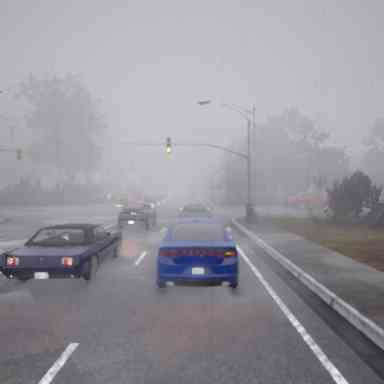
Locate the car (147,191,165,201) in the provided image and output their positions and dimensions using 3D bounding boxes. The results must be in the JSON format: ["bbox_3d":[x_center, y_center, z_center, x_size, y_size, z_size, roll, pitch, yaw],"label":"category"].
[{"bbox_3d":[-6.824,1.066,63.232,1.882,1.535,5.008,0,0,0],"label":"car"}]

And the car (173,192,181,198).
[{"bbox_3d":[-3.668,0.888,84.567,2.033,1.411,5.357,0,1,-4],"label":"car"}]

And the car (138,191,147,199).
[{"bbox_3d":[-10.324,0.817,62.406,2.150,2.045,5.566,0,0,1],"label":"car"}]

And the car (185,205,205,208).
[{"bbox_3d":[0.177,1.459,20.573,1.994,1.385,4.181,0,0,0],"label":"car"}]

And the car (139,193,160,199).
[{"bbox_3d":[-6.886,1.222,54.424,1.994,1.385,4.181,0,0,0],"label":"car"}]

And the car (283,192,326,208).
[{"bbox_3d":[14.275,0.969,41.770,5.566,2.045,2.150,0,0,-6],"label":"car"}]

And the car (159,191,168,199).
[{"bbox_3d":[-7.116,0.716,83.493,2.097,1.767,4.553,0,1,-3],"label":"car"}]

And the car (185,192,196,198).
[{"bbox_3d":[-0.203,0.694,85.376,2.097,1.767,4.553,0,1,-4],"label":"car"}]

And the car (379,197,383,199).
[{"bbox_3d":[24.190,1.308,42.256,4.181,1.385,1.994,0,0,-3],"label":"car"}]

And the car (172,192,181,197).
[{"bbox_3d":[-4.419,0.743,95.038,2.033,1.411,5.357,0,1,-7],"label":"car"}]

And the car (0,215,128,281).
[{"bbox_3d":[-3.364,1.571,9.682,1.895,1.301,4.718,0,0,0],"label":"car"}]

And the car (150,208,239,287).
[{"bbox_3d":[0.136,1.450,9.306,1.882,1.535,5.008,0,1,0],"label":"car"}]

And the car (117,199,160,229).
[{"bbox_3d":[-3.321,1.400,20.637,1.837,1.490,4.892,0,0,0],"label":"car"}]

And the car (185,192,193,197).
[{"bbox_3d":[-0.921,0.702,95.304,1.837,1.490,4.892,0,1,-7],"label":"car"}]

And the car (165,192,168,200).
[{"bbox_3d":[-6.821,1.084,73.257,1.895,1.301,4.718,0,1,-1],"label":"car"}]

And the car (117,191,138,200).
[{"bbox_3d":[-10.419,1.022,52.822,2.097,1.767,4.553,0,0,1],"label":"car"}]
